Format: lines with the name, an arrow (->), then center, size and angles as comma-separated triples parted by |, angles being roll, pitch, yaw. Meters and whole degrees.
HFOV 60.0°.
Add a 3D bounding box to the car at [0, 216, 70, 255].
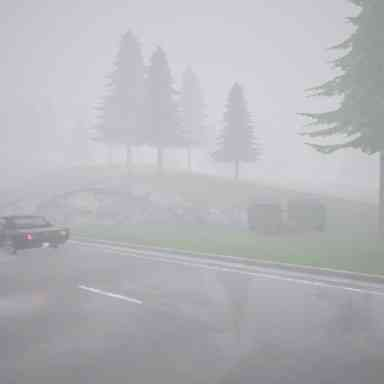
car -> -7.089, 1.601, 13.343 | 4.718, 1.301, 1.895 | 0, 0, 35
